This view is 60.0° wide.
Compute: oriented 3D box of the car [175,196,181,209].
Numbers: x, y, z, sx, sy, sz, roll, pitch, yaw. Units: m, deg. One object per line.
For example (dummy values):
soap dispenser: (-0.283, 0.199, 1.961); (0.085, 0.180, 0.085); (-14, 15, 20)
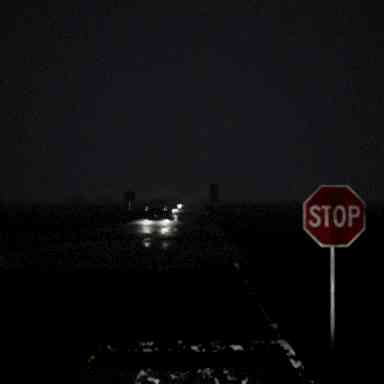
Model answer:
car: (-2.878, 1.529, 45.217); (1.837, 1.490, 4.892); (0, 0, 0)

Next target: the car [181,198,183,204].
car: (-2.820, 1.542, 63.280); (2.128, 1.511, 4.902); (0, 0, 0)

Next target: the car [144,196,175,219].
car: (-2.917, 1.358, 29.265); (2.097, 1.767, 4.553); (0, 0, 1)
